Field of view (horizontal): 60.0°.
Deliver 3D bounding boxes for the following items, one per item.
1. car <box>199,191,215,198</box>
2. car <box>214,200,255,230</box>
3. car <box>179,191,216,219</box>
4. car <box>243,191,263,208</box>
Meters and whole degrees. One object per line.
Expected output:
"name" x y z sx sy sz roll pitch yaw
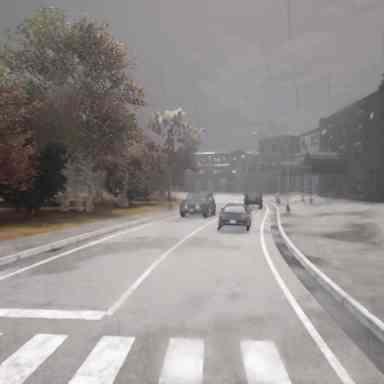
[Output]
"car" 3.085 0.480 69.547 1.994 1.385 4.181 -1 2 -15
"car" 2.714 1.436 20.419 1.812 1.442 4.674 1 1 12
"car" 0.596 1.006 27.795 2.150 2.045 5.566 1 1 14
"car" 7.526 0.868 41.036 2.150 2.045 5.566 1 1 11
